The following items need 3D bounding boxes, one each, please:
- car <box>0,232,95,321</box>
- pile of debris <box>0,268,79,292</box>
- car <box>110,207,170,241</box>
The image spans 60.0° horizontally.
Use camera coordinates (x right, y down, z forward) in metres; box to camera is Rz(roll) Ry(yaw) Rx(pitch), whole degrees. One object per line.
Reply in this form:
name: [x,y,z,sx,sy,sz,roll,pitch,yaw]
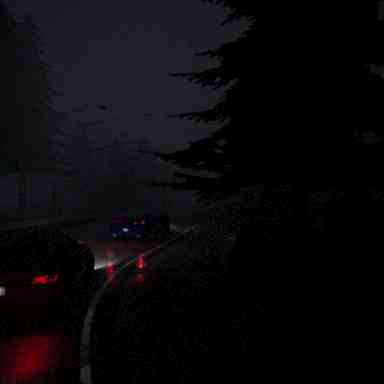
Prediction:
car: [-3.444,1.564,7.314,1.994,1.385,4.181,1,0,-8]
pile of debris: [-3.899,2.182,8.379,1.500,0.140,1.860,0,0,-2]
car: [-2.504,1.531,17.176,1.882,1.535,5.008,0,0,10]
